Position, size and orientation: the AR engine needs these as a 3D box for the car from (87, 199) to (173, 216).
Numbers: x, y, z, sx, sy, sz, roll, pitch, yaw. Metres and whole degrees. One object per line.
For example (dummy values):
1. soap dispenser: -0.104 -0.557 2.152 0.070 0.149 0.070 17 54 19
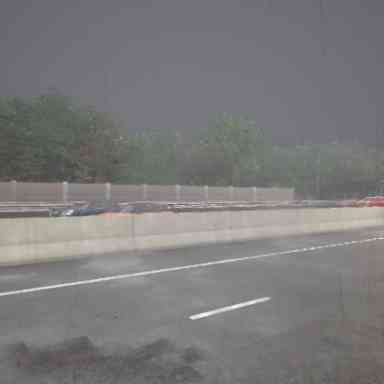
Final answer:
1. car: -3.213 1.431 18.897 4.553 1.767 2.097 1 0 -35

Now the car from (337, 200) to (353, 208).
1. car: 24.336 1.964 51.377 5.008 1.535 1.882 1 0 -35

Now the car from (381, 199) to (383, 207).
1. car: 28.434 2.012 45.713 4.674 1.442 1.812 1 0 -35

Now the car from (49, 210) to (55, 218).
1. car: -9.282 1.606 27.465 4.674 1.442 1.812 1 0 -35

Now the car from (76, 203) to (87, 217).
1. car: -5.042 1.645 21.890 4.181 1.385 1.994 1 0 -35

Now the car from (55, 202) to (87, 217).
1. car: -7.311 1.431 24.571 4.553 1.767 2.097 1 0 -35

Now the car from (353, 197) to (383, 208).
1. car: 26.342 1.707 48.509 5.566 2.045 2.150 1 0 -35
